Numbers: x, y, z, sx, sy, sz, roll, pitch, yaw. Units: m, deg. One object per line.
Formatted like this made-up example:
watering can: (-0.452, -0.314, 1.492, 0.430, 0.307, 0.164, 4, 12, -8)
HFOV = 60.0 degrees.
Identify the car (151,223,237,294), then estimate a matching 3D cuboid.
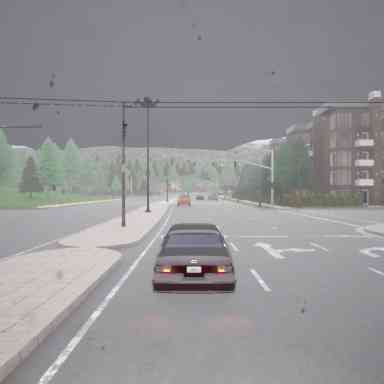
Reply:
car: (0.050, 1.547, 8.951, 2.033, 1.411, 5.357, 0, 0, 0)

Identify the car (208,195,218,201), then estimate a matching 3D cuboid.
car: (5.555, 1.539, 85.562, 2.033, 1.411, 5.357, 0, 0, 0)

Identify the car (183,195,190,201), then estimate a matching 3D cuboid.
car: (-1.445, 1.523, 85.522, 1.812, 1.442, 4.674, 0, 0, 0)

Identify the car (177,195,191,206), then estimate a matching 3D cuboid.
car: (-1.309, 1.352, 54.697, 2.097, 1.767, 4.553, 0, 0, -1)

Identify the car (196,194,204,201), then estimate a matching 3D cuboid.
car: (2.055, 1.477, 85.558, 1.882, 1.535, 5.008, 0, 0, 0)
